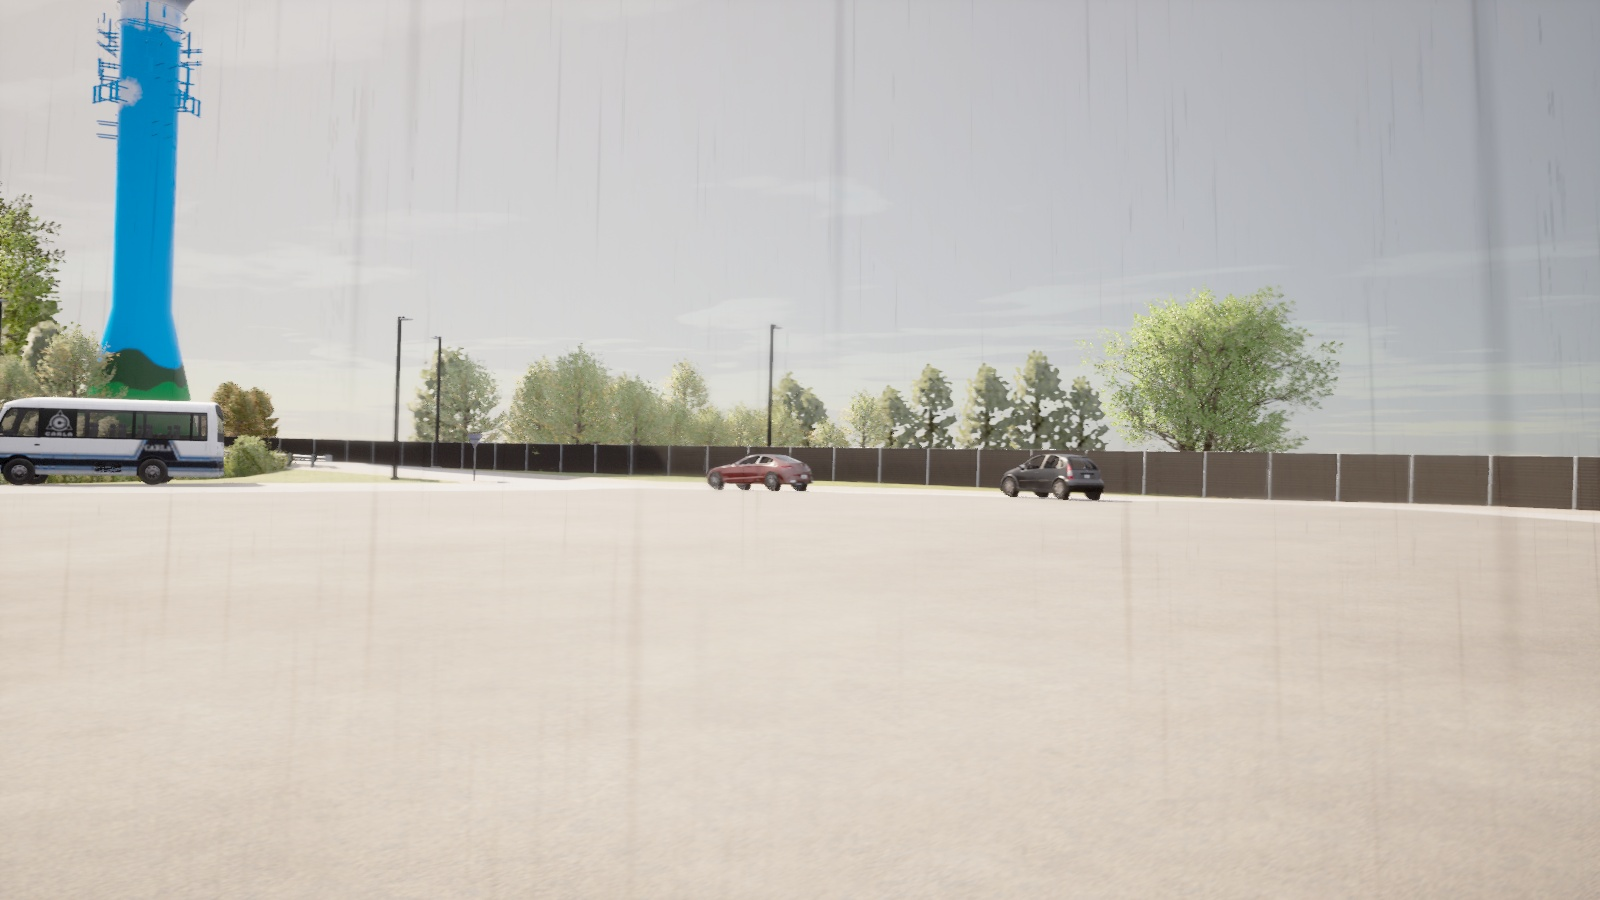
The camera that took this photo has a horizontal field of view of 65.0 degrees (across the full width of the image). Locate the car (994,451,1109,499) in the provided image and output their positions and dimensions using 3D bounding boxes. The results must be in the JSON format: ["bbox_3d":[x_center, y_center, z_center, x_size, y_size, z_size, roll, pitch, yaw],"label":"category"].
[{"bbox_3d":[8.967,0.864,45.083,1.851,1.617,3.988,2,-1,-30],"label":"car"}]

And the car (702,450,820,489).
[{"bbox_3d":[-1.777,0.865,56.073,5.027,1.651,2.152,0,-2,39],"label":"car"}]

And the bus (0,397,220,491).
[{"bbox_3d":[-34.175,-0.224,61.223,10.273,4.253,3.944,1,-1,-18],"label":"bus"}]
